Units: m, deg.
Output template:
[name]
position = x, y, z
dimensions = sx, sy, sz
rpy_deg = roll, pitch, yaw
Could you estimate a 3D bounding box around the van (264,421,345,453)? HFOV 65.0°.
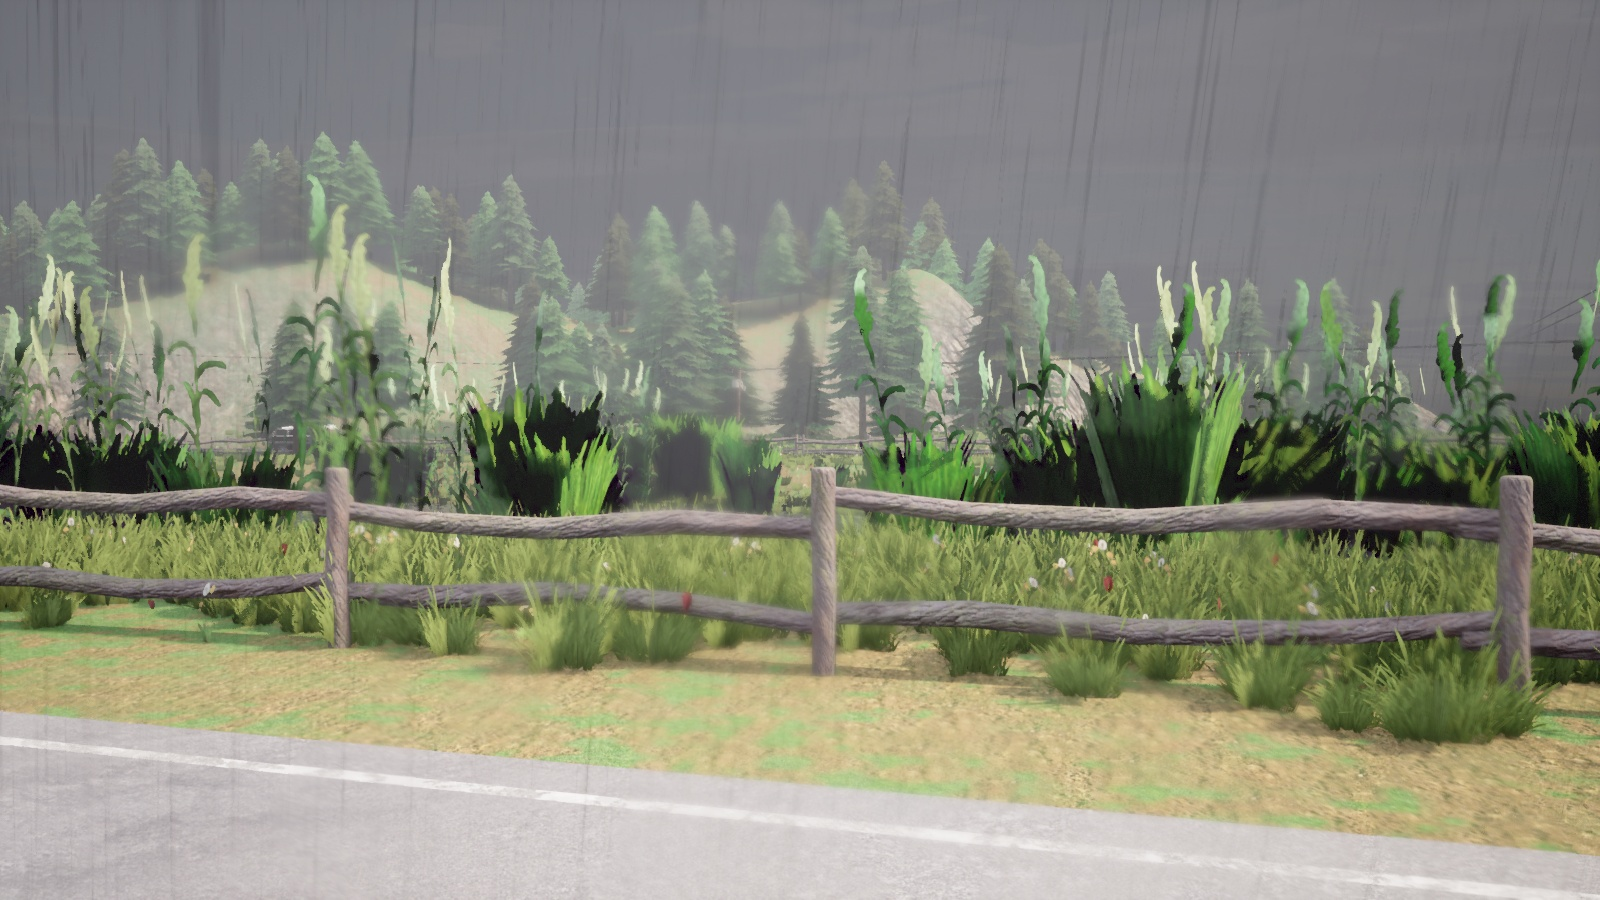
[van]
position = -31.885, -0.829, 80.842
dimensions = 4.480, 2.038, 2.069
rpy_deg = 0, 1, 13
